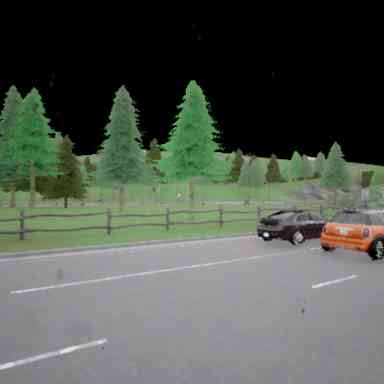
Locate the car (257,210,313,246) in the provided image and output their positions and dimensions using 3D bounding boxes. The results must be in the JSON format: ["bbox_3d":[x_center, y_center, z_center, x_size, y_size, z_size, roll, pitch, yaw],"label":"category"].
[{"bbox_3d":[5.295,1.662,16.220,4.892,1.490,1.837,0,0,-35],"label":"car"}]

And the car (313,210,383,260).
[{"bbox_3d":[7.260,1.505,13.322,4.553,1.767,2.097,1,-1,-35],"label":"car"}]
